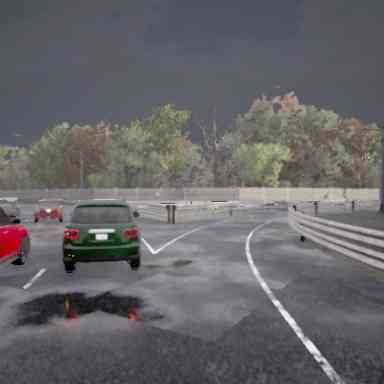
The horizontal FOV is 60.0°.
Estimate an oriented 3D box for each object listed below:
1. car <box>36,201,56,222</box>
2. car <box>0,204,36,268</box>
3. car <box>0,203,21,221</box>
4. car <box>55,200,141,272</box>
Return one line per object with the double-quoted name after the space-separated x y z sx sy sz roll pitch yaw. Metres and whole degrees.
-11.978 1.517 27.981 2.097 1.767 4.553 0 0 -22 "car"
-5.936 1.272 8.546 2.150 2.045 5.566 0 0 -12 "car"
-16.679 1.741 30.041 1.994 1.385 4.181 0 0 -24 "car"
-2.962 1.289 11.365 2.150 2.045 5.566 0 0 -13 "car"
